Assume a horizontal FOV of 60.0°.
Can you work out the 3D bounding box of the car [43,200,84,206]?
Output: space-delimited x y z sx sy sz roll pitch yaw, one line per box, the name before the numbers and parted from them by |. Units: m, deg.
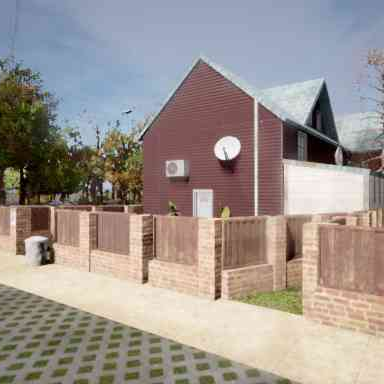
car | -13.029 1.571 33.124 2.128 1.511 4.902 0 0 36
